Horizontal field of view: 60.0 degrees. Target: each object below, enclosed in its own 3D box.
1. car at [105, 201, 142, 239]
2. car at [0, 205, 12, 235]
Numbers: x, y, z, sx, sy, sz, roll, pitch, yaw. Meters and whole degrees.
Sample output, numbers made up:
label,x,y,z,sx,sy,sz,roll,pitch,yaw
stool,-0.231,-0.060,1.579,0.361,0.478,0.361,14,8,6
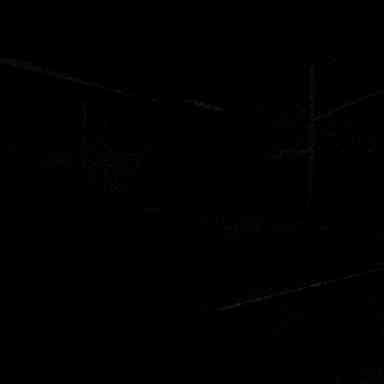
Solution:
label,x,y,z,sx,sy,sz,roll,pitch,yaw
car,-4.353,1.448,18.338,1.905,1.878,3.866,1,0,-36
car,-11.482,1.523,18.600,2.242,1.667,4.611,1,0,-36
